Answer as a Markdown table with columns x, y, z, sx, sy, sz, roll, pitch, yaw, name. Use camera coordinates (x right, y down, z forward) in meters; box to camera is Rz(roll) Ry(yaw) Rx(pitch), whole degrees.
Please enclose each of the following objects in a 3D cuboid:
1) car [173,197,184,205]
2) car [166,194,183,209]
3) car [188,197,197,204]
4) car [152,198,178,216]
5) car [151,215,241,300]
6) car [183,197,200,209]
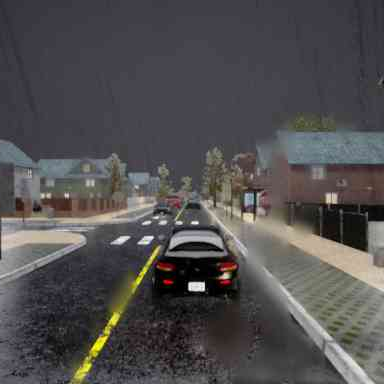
| x | y | z | sx | sy | sz | roll | pitch | yaw | name |
| --- | --- | --- | --- | --- | --- | --- | --- | --- | --- |
| -2.666 | 1.815 | 66.563 | 1.812 | 1.442 | 4.674 | 0 | -1 | 0 | car |
| -2.803 | 1.356 | 48.060 | 2.150 | 2.045 | 5.566 | 0 | 1 | -2 | car |
| 0.121 | 1.822 | 70.687 | 1.837 | 1.490 | 4.892 | 0 | -1 | 0 | car |
| -2.807 | 1.610 | 33.544 | 2.033 | 1.411 | 5.357 | 0 | 0 | 0 | car |
| 0.096 | 1.529 | 8.272 | 1.812 | 1.442 | 4.674 | 0 | 0 | 0 | car |
| 0.160 | 1.698 | 46.898 | 1.994 | 1.385 | 4.181 | 0 | 0 | 0 | car |
